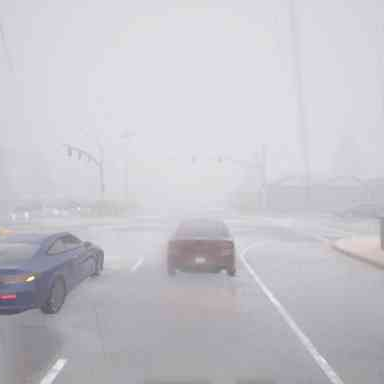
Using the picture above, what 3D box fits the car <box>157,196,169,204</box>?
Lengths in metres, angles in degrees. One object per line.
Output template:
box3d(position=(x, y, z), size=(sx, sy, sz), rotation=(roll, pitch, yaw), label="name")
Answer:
box3d(position=(-7.000, 2.038, 76.871), size=(2.033, 1.411, 5.357), rotation=(0, 0, 0), label="car")

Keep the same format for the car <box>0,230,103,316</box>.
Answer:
box3d(position=(-3.417, 1.588, 7.544), size=(1.812, 1.442, 4.674), rotation=(0, -1, 0), label="car")

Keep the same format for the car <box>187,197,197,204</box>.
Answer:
box3d(position=(0.003, 1.992, 75.796), size=(1.837, 1.490, 4.892), rotation=(0, 0, 0), label="car")

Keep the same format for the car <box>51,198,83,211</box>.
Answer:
box3d(position=(-17.615, 1.805, 47.267), size=(2.128, 1.511, 4.902), rotation=(0, 0, -1), label="car")

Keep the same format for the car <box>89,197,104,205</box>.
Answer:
box3d(position=(-21.000, 1.948, 73.074), size=(1.882, 1.535, 5.008), rotation=(0, 0, 0), label="car")

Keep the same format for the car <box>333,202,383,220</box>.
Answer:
box3d(position=(15.508, 1.714, 30.432), size=(4.892, 1.490, 1.837), rotation=(0, 0, 2), label="car")

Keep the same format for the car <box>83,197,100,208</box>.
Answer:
box3d(position=(-17.561, 1.895, 56.285), size=(1.812, 1.442, 4.674), rotation=(0, 0, 0), label="car")

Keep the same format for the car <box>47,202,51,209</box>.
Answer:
box3d(position=(-21.084, 1.867, 51.850), size=(1.812, 1.442, 4.674), rotation=(0, 0, 0), label="car")

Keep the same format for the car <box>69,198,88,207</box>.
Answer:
box3d(position=(-21.028, 1.909, 61.774), size=(1.837, 1.490, 4.892), rotation=(0, 0, 1), label="car")

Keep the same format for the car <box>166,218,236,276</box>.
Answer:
box3d(position=(0.362, 1.563, 10.747), size=(1.882, 1.535, 5.008), rotation=(0, 0, 4), label="car")

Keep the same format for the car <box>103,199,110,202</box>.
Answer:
box3d(position=(-17.500, 1.993, 66.072), size=(1.994, 1.385, 4.181), rotation=(0, 0, 0), label="car")

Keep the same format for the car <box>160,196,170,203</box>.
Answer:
box3d(position=(-7.000, 1.919, 87.387), size=(2.097, 1.767, 4.553), rotation=(0, 0, 1), label="car")

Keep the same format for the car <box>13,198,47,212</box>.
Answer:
box3d(position=(-21.096, 1.639, 43.042), size=(2.097, 1.767, 4.553), rotation=(0, 0, 0), label="car")

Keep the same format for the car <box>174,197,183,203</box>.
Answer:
box3d(position=(-3.500, 2.094, 85.799), size=(2.033, 1.411, 5.357), rotation=(0, 0, 0), label="car")

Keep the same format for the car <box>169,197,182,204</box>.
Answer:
box3d(position=(-3.499, 2.046, 76.010), size=(1.994, 1.385, 4.181), rotation=(0, 0, 0), label="car")
